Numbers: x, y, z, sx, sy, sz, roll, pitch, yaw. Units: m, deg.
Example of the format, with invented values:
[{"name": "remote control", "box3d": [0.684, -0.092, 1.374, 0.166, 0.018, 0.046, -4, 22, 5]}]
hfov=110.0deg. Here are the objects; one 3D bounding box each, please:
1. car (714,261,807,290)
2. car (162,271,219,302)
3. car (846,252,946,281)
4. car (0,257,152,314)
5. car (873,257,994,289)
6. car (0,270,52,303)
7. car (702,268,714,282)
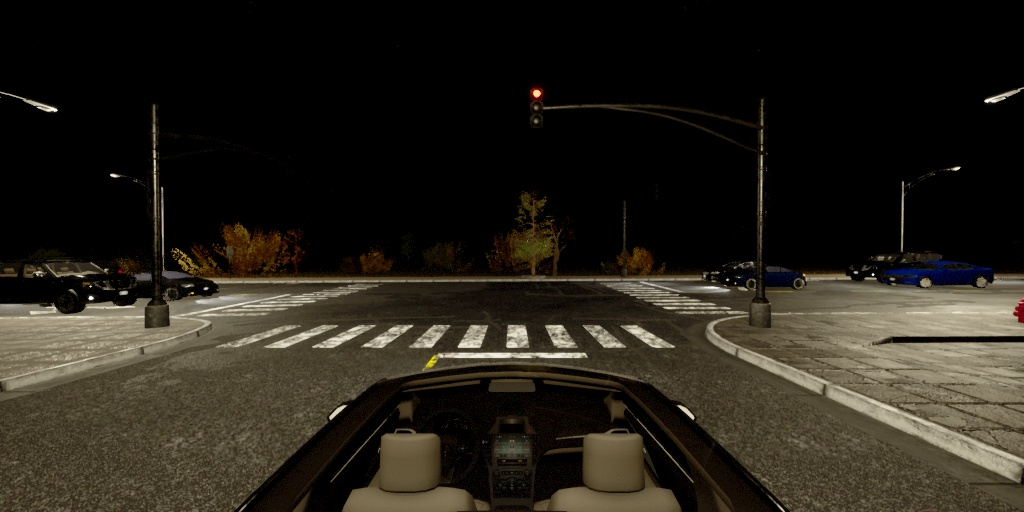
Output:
[{"name": "car", "box3d": [14.493, 1.187, 20.789, 4.181, 1.385, 1.994, 0, 1, 0]}, {"name": "car", "box3d": [-16.984, 1.433, 17.588, 4.181, 1.385, 1.994, 0, 1, 1]}, {"name": "car", "box3d": [25.762, 0.736, 23.945, 5.566, 2.045, 2.150, 0, 1, 1]}, {"name": "car", "box3d": [-18.264, 1.140, 14.339, 5.566, 2.045, 2.150, 0, 1, 0]}, {"name": "car", "box3d": [24.477, 1.040, 20.709, 5.008, 1.535, 1.882, -1, 1, 0]}, {"name": "car", "box3d": [-26.647, 1.481, 17.660, 5.357, 1.411, 2.033, 0, 1, 0]}, {"name": "car", "box3d": [15.374, 1.068, 24.031, 4.902, 1.511, 2.128, 0, 1, 0]}]
